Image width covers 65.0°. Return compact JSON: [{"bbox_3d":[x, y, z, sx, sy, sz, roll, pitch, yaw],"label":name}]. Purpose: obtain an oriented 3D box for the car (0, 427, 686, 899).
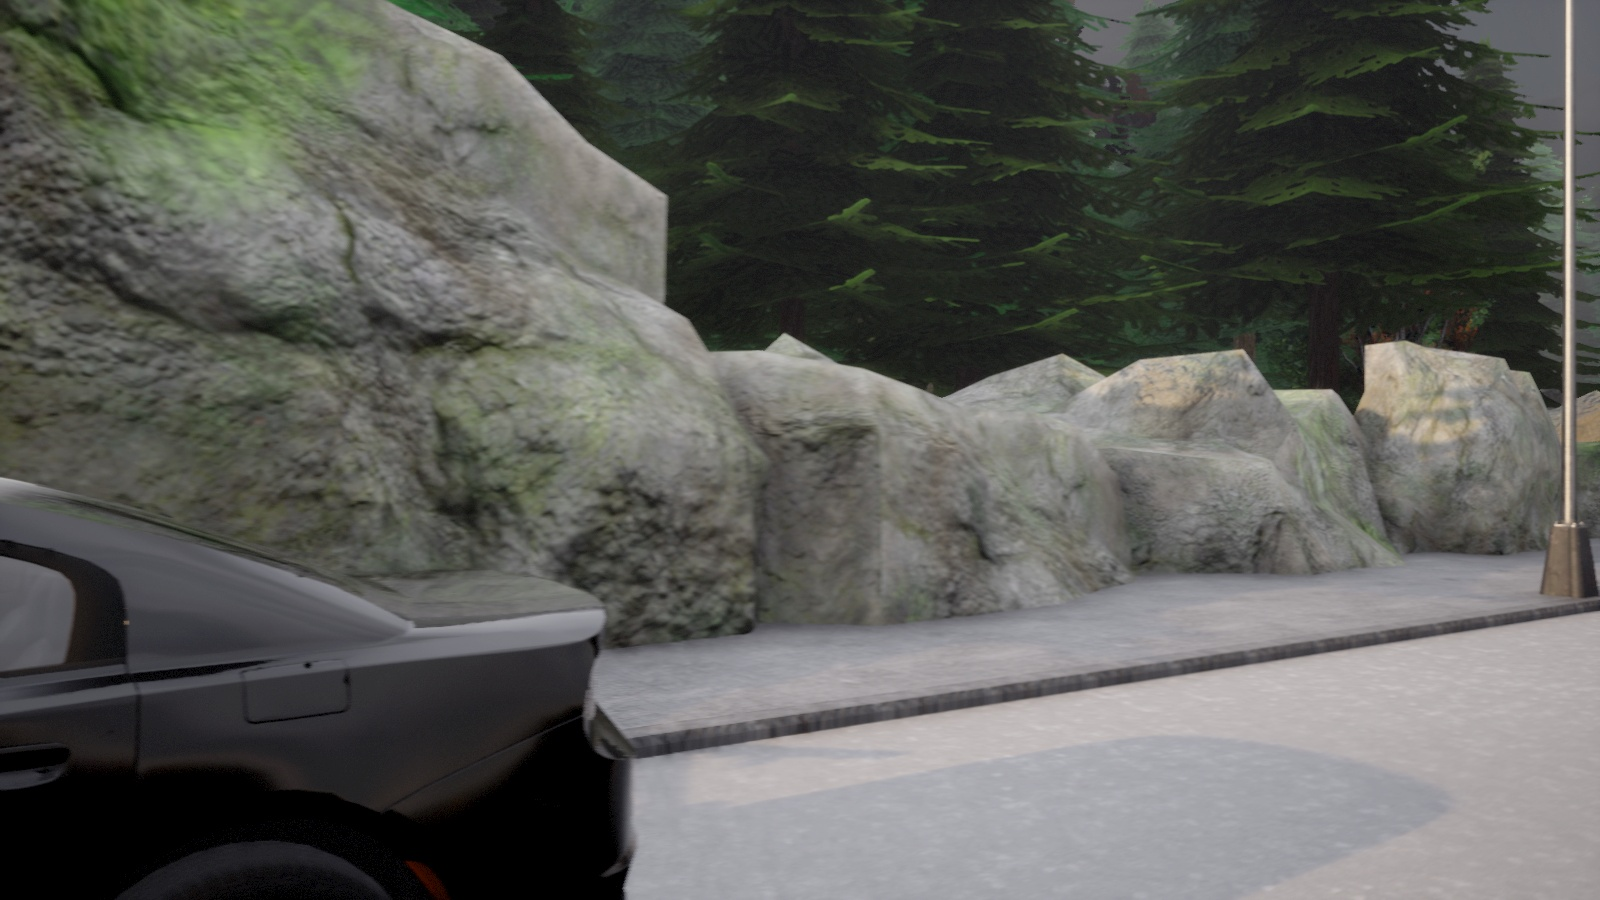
[{"bbox_3d":[-2.860,0.734,2.277,5.008,1.535,1.882,0,0,-35],"label":"car"}]
